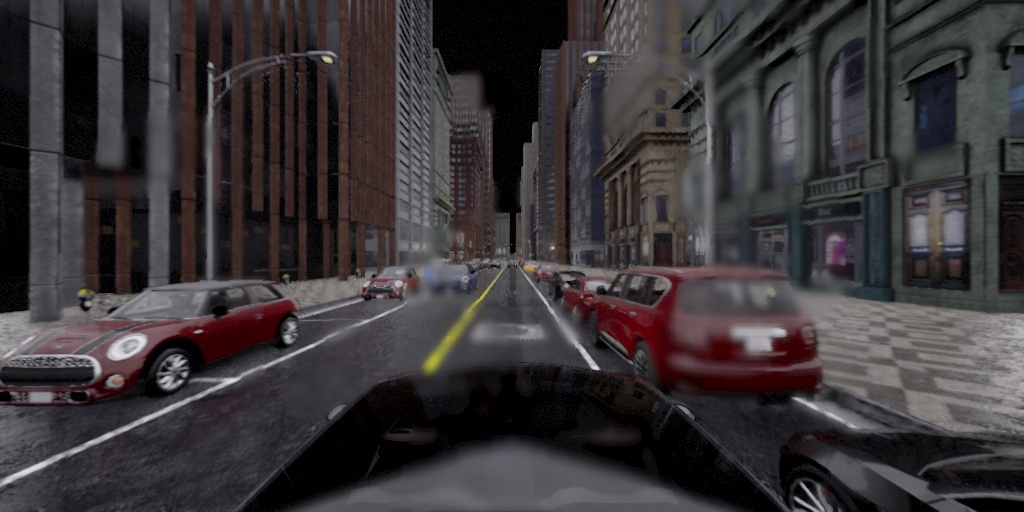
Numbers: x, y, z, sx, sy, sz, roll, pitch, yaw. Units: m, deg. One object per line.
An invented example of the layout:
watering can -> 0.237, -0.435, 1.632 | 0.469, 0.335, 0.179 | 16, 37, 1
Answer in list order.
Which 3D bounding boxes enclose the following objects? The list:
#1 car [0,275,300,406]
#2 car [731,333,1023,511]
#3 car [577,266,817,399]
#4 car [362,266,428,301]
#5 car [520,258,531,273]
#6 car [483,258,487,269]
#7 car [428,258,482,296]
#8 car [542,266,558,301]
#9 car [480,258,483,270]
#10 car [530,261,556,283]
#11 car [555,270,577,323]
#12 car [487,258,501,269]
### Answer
car -> -5.760, 1.208, 6.376 | 1.967, 1.591, 4.097 | 0, 0, 0
car -> 2.763, 1.312, 0.746 | 1.948, 1.339, 4.313 | 0, 0, 0
car -> 2.765, 1.083, 6.383 | 2.192, 1.841, 5.009 | 0, 0, 0
car -> -5.756, 1.253, 17.650 | 1.967, 1.591, 4.097 | 0, 0, 0
car -> 2.367, 1.388, 46.000 | 1.801, 1.575, 5.366 | 0, 0, 0
car -> -5.742, 1.295, 57.105 | 2.192, 1.841, 5.009 | 0, 0, 0
car -> -3.092, 1.175, 20.036 | 2.097, 1.767, 4.553 | 0, 0, 0
car -> 2.769, 1.379, 17.655 | 1.948, 1.339, 4.313 | 0, 0, 0
car -> -5.744, 1.395, 51.468 | 1.967, 1.591, 4.097 | 0, 0, 0
car -> 2.773, 1.298, 28.927 | 1.967, 1.591, 4.097 | 0, 0, 0
car -> 2.767, 1.336, 12.019 | 1.888, 1.381, 4.507 | 0, 0, 0
car -> -3.021, 1.352, 61.562 | 2.097, 1.767, 4.553 | 0, 0, 1
